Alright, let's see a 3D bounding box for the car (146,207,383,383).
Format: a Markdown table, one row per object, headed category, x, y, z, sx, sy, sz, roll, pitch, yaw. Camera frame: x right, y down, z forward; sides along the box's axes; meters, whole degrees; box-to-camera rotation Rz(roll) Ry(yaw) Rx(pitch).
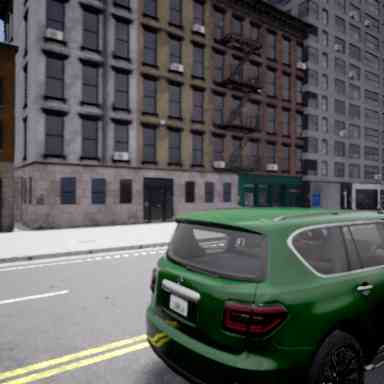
| category | x | y | z | sx | sy | sz | roll | pitch | yaw |
| --- | --- | --- | --- | --- | --- | --- | --- | --- | --- |
| car | 2.050 | 1.240 | 4.897 | 5.566 | 2.045 | 2.150 | 0 | 0 | -35 |
